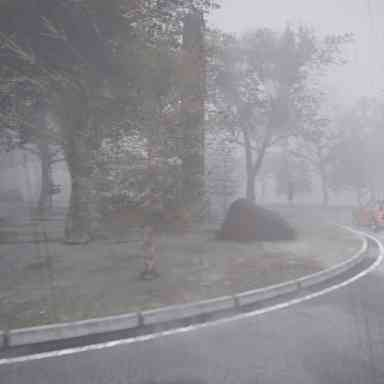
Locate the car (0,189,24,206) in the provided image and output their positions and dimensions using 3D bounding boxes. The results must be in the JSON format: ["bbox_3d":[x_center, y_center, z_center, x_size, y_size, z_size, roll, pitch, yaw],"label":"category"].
[{"bbox_3d":[-22.497,0.636,38.337,5.566,2.045,2.150,0,0,-39],"label":"car"}]

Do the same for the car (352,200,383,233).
[{"bbox_3d":[10.779,1.242,18.884,2.097,1.767,4.553,0,1,9],"label":"car"}]
